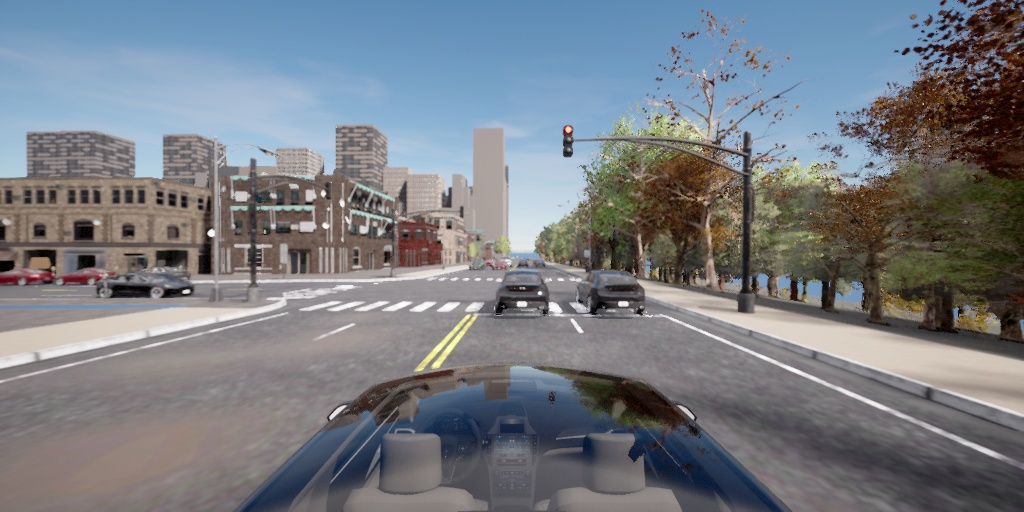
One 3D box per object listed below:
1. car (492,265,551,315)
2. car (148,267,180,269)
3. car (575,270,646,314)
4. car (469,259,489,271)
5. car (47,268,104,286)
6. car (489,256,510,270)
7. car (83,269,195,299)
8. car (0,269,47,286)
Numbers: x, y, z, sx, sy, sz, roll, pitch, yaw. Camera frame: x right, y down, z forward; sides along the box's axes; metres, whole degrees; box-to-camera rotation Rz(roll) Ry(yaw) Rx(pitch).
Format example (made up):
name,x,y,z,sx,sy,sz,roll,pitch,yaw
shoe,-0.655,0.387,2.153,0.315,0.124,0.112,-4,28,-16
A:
name,x,y,z,sx,sy,sz,roll,pitch,yaw
car,0.412,1.277,13.782,1.837,1.490,4.892,0,0,2
car,-27.495,1.519,27.870,4.403,1.370,2.007,0,0,2
car,3.669,1.287,13.921,1.837,1.490,4.892,0,0,2
car,-4.995,1.161,52.152,2.097,1.767,4.553,0,0,2
car,-33.028,1.597,28.055,4.207,1.307,1.802,0,0,2
car,-1.746,1.171,52.043,2.097,1.767,4.553,0,0,2
car,-19.441,1.534,19.094,4.313,1.339,1.948,0,0,2
car,-38.559,1.642,28.241,4.207,1.307,1.802,0,0,2
